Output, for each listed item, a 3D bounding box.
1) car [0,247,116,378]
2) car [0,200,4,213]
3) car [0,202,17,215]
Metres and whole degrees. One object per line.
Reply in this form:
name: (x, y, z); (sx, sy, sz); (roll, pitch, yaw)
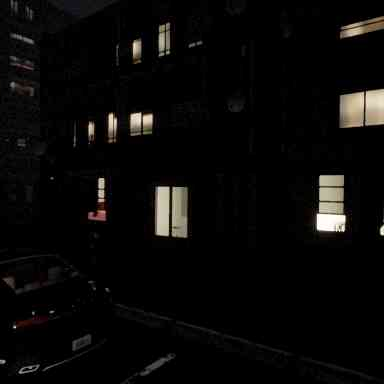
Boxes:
car: (-3.084, 1.549, 5.215); (4.403, 1.369, 2.008); (0, 1, 36)
car: (-23.272, 1.622, 36.195); (2.008, 1.369, 4.403); (1, 0, 36)
car: (-21.233, 1.661, 34.589); (2.033, 1.411, 5.357); (1, 0, 36)
